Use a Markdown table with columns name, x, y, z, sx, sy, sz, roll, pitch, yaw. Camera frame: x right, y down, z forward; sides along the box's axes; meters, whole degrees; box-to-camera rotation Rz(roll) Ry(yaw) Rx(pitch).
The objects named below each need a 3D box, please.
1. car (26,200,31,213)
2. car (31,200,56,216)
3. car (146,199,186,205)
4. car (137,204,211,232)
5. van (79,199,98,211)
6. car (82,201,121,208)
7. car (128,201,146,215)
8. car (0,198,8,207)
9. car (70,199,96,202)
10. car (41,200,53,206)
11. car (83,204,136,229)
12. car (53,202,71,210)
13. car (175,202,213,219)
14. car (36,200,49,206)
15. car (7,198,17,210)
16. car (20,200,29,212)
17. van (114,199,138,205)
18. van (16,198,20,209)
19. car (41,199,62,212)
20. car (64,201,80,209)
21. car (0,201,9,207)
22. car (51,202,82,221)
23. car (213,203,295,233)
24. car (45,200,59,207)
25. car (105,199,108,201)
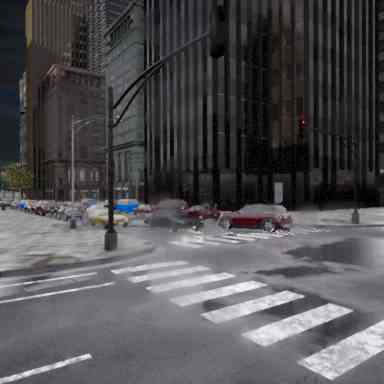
| name | x | y | z | sx | sy | sz | roll | pitch | yaw |
| --- | --- | --- | --- | --- | --- | --- | --- | --- | --- |
| car | -20.404 | 2.193 | 44.506 | 1.887 | 1.381 | 4.507 | -1 | 0 | -35 |
| car | -17.585 | 1.897 | 40.520 | 2.192 | 1.841 | 5.009 | -1 | 0 | -35 |
| car | -2.258 | 1.661 | 33.649 | 2.192 | 1.841 | 5.009 | -1 | 0 | -35 |
| car | -1.366 | 1.787 | 22.203 | 2.033 | 1.411 | 5.357 | 0 | -1 | -35 |
| van | -16.939 | 2.031 | 54.420 | 1.690 | 1.788 | 3.998 | -1 | 0 | -35 |
| car | -9.099 | 1.949 | 33.177 | 1.812 | 1.442 | 4.674 | 0 | 0 | -35 |
| car | -5.189 | 1.997 | 37.803 | 1.802 | 1.307 | 4.206 | -1 | 0 | -35 |
| car | -41.134 | 2.663 | 73.761 | 1.887 | 1.381 | 4.507 | -1 | 0 | -35 |
| car | -16.414 | 2.130 | 48.930 | 2.128 | 1.511 | 4.902 | 0 | -1 | -35 |
| car | -34.582 | 2.654 | 79.261 | 1.947 | 1.339 | 4.313 | -1 | 0 | -35 |
| car | -6.183 | 1.840 | 24.435 | 1.752 | 1.417 | 4.829 | -1 | 0 | -35 |
| car | -22.461 | 2.378 | 57.393 | 1.895 | 1.301 | 4.718 | 0 | -1 | -35 |
| car | 0.683 | 1.822 | 29.495 | 1.887 | 1.381 | 4.507 | -1 | 0 | -35 |
| car | -37.590 | 2.703 | 83.505 | 2.008 | 1.369 | 4.403 | -1 | 0 | -35 |
| car | -31.809 | 2.350 | 60.597 | 1.967 | 1.590 | 4.097 | -1 | 0 | -35 |
| car | -23.231 | 2.153 | 48.492 | 1.967 | 1.590 | 4.097 | -1 | 0 | -35 |
| van | -8.131 | 1.826 | 41.957 | 1.690 | 1.788 | 3.998 | -1 | 0 | -35 |
| van | -26.058 | 2.119 | 52.479 | 1.690 | 1.788 | 3.998 | -1 | 0 | -35 |
| car | -21.488 | 2.063 | 50.814 | 2.097 | 1.767 | 4.553 | 0 | 0 | -35 |
| car | -22.551 | 2.400 | 62.282 | 1.802 | 1.307 | 4.206 | -1 | 0 | -35 |
| car | -44.242 | 2.768 | 78.148 | 1.802 | 1.307 | 4.206 | -1 | 0 | -35 |
| car | -11.930 | 2.001 | 32.546 | 2.008 | 1.369 | 4.403 | -1 | 0 | -35 |
| car | 3.885 | 1.505 | 20.624 | 4.553 | 1.767 | 2.097 | -2 | -2 | 43 |
| car | -31.574 | 2.588 | 75.016 | 1.947 | 1.339 | 4.313 | -1 | 0 | -35 |
| car | -11.067 | 1.868 | 46.111 | 2.192 | 1.841 | 5.009 | -1 | 0 | -35 |
